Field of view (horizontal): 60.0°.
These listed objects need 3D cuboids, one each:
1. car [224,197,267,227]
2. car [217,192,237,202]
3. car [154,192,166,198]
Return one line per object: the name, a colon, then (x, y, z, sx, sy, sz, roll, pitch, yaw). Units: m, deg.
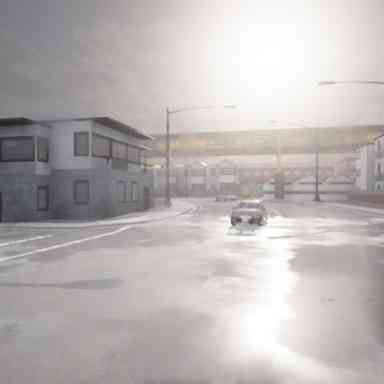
car: (3.723, 1.297, 21.224, 2.128, 1.511, 4.902, 1, 1, 17)
car: (4.907, 0.721, 46.163, 1.812, 1.442, 4.674, 1, 1, -14)
car: (-7.351, 0.625, 67.260, 4.718, 1.301, 1.895, -1, 0, 41)
